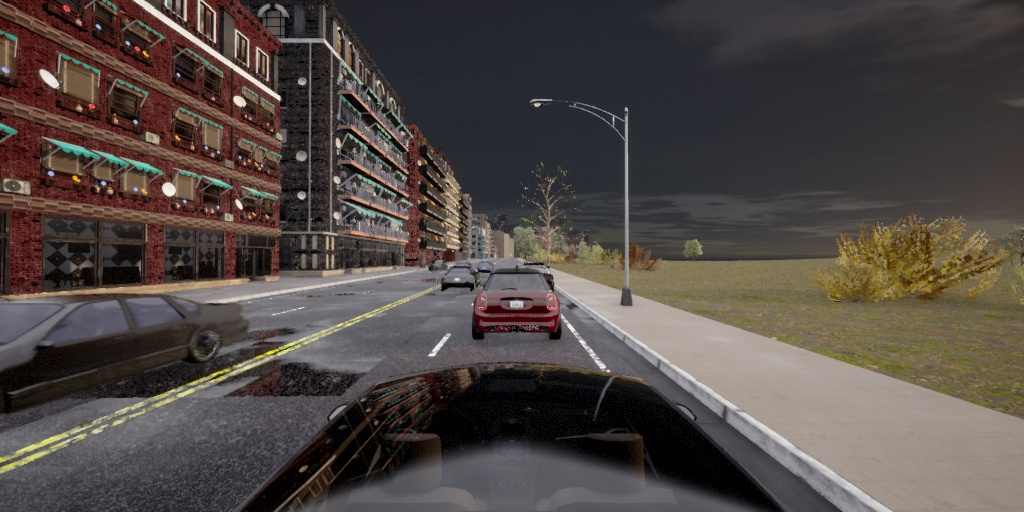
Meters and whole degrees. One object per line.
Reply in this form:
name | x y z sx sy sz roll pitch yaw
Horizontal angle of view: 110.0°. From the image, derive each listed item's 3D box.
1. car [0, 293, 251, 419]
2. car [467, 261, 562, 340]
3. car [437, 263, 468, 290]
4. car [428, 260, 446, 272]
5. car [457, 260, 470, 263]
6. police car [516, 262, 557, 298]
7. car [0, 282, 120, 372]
car | -6.594 1.298 5.366 2.033 1.411 5.357 0 0 0
car | 0.114 1.103 10.170 2.097 1.767 4.553 0 0 0
car | -3.104 1.316 22.284 1.994 1.385 4.181 0 0 0
car | -9.743 1.256 47.322 1.837 1.490 4.892 0 0 0
car | -6.493 1.242 47.570 2.128 1.511 4.902 0 0 0
police car | 1.177 1.177 19.666 1.930 1.638 5.238 0 0 0
car | -9.841 1.298 5.386 2.033 1.411 5.357 0 0 0
